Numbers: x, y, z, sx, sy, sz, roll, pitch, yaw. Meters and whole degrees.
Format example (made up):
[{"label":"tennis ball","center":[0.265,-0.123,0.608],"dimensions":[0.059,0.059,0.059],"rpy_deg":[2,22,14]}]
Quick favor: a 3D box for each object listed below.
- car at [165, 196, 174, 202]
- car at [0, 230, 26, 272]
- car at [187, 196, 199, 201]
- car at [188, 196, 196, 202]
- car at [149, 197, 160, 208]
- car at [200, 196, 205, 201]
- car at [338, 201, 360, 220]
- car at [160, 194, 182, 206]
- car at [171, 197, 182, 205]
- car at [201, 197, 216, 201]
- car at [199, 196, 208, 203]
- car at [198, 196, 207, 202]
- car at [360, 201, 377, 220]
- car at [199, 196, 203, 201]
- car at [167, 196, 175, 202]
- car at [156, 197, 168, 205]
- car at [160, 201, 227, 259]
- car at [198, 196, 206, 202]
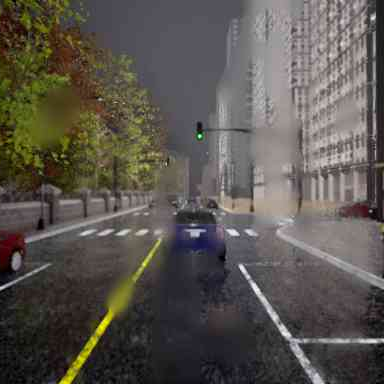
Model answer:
[{"label":"car","center":[-5.684,1.782,85.494],"dimensions":[1.967,1.590,4.097],"rpy_deg":[0,0,0]},{"label":"car","center":[-5.817,1.572,8.149],"dimensions":[1.887,1.381,4.507],"rpy_deg":[0,0,0]},{"label":"car","center":[0.003,1.628,73.254],"dimensions":[2.097,1.767,4.553],"rpy_deg":[0,0,0]},{"label":"car","center":[0.004,1.758,83.353],"dimensions":[1.994,1.385,4.181],"rpy_deg":[0,0,0]},{"label":"car","center":[-5.687,1.771,51.700],"dimensions":[1.802,1.307,4.206],"rpy_deg":[0,0,0]},{"label":"car","center":[2.694,1.755,51.699],"dimensions":[1.947,1.339,4.313],"rpy_deg":[0,0,0]},{"label":"car","center":[13.707,1.387,26.027],"dimensions":[4.181,1.385,1.994],"rpy_deg":[-1,0,-1]},{"label":"car","center":[-3.073,1.400,49.557],"dimensions":[2.150,2.045,5.566],"rpy_deg":[0,0,1]},{"label":"car","center":[-3.014,1.773,65.120],"dimensions":[1.812,1.442,4.674],"rpy_deg":[0,0,0]},{"label":"car","center":[2.693,1.733,46.067],"dimensions":[1.947,1.339,4.313],"rpy_deg":[0,0,0]},{"label":"car","center":[2.696,1.754,79.862],"dimensions":[1.967,1.590,4.097],"rpy_deg":[0,0,0]},{"label":"car","center":[2.696,1.782,85.493],"dimensions":[1.967,1.590,4.097],"rpy_deg":[0,0,0]},{"label":"car","center":[14.674,1.354,23.476],"dimensions":[4.313,1.339,1.947],"rpy_deg":[-1,1,0]},{"label":"car","center":[2.694,1.779,57.332],"dimensions":[1.947,1.339,4.313],"rpy_deg":[0,0,0]},{"label":"car","center":[-5.685,1.914,91.126],"dimensions":[1.887,1.381,4.507],"rpy_deg":[0,0,0]},{"label":"car","center":[-5.685,1.677,62.965],"dimensions":[1.967,1.590,4.097],"rpy_deg":[0,0,0]},{"label":"car","center":[0.133,1.395,12.865],"dimensions":[2.097,1.767,4.553],"rpy_deg":[0,0,1]},{"label":"car","center":[2.696,1.920,91.125],"dimensions":[2.008,1.369,4.403],"rpy_deg":[0,0,0]}]
